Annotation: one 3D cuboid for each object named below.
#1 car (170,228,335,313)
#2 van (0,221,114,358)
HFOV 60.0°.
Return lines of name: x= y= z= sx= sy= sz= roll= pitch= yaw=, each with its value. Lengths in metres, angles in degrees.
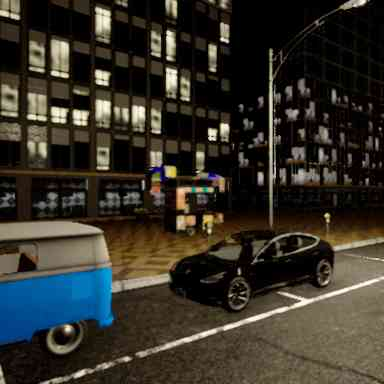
car: x=1.552 y=1.562 z=7.670 sx=4.313 sy=1.339 sz=1.947 roll=0 pitch=0 yaw=-36
van: x=-3.063 y=1.341 z=4.376 sx=3.998 sy=1.788 sz=1.690 roll=0 pitch=0 yaw=-36
